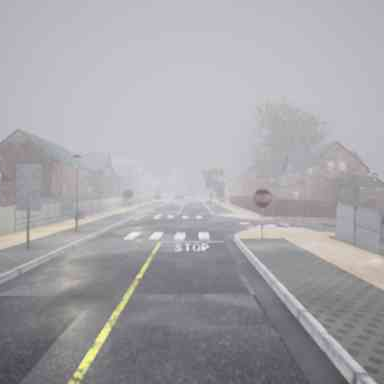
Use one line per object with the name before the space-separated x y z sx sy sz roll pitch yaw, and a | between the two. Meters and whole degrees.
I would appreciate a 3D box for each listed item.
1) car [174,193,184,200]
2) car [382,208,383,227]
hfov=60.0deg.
car | -2.739 0.918 70.344 1.994 1.385 4.181 0 0 0
car | 11.533 1.633 21.088 4.674 1.442 1.812 1 -1 -1
